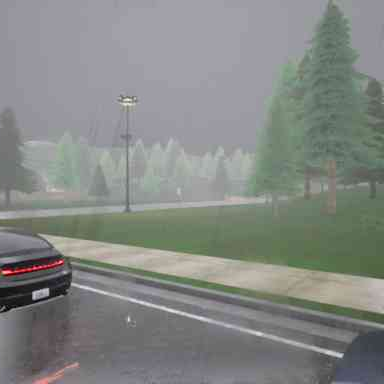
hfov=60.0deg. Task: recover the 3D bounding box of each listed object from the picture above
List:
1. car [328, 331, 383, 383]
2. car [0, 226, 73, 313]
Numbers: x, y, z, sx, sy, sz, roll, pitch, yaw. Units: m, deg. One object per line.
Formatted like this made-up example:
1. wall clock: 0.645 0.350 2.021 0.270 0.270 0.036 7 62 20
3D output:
1. car: 3.452 1.549 1.528 5.357 1.411 2.033 0 0 36
2. car: -4.569 1.501 7.126 4.892 1.490 1.837 0 0 35
